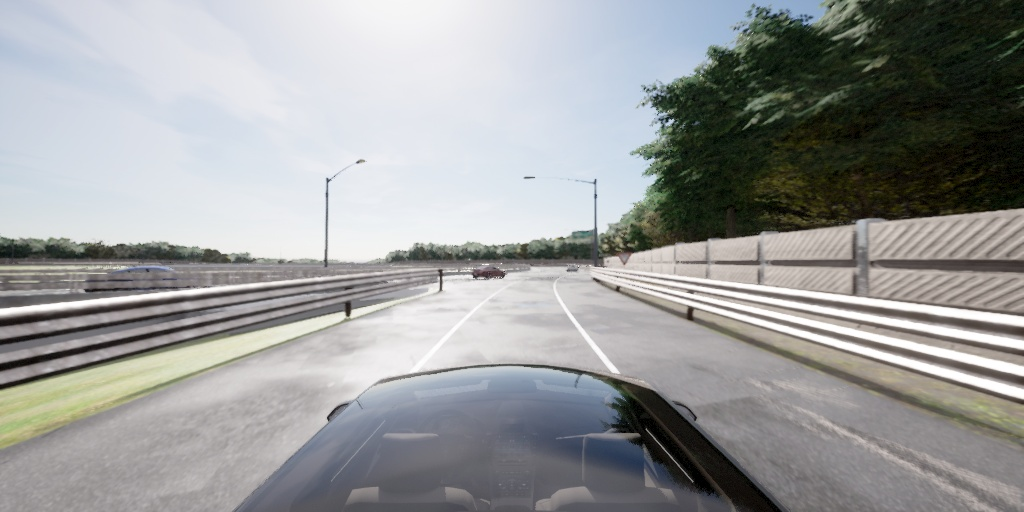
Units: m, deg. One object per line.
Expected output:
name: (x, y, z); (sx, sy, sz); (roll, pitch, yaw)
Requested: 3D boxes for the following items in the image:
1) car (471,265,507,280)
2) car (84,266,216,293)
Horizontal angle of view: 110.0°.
car: (-2.503, 1.761, 38.875); (1.812, 1.442, 4.674); (0, -1, 34)
car: (-19.116, 1.308, 19.248); (5.008, 1.535, 1.882); (1, -1, -43)
